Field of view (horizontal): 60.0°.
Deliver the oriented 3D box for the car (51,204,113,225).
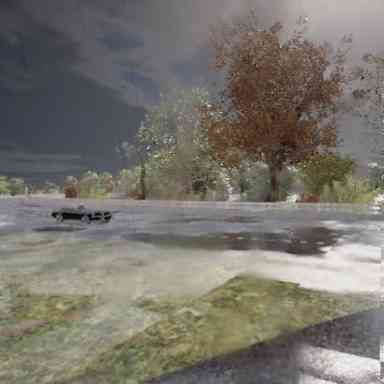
[{"bbox_3d":[-7.809,1.506,23.552,4.718,1.301,1.895,0,0,35],"label":"car"}]
